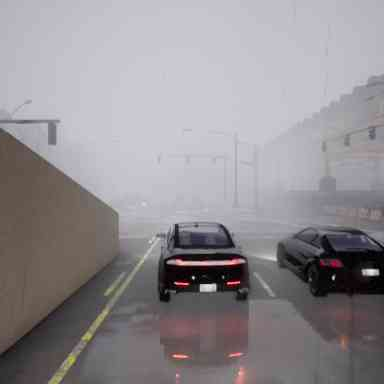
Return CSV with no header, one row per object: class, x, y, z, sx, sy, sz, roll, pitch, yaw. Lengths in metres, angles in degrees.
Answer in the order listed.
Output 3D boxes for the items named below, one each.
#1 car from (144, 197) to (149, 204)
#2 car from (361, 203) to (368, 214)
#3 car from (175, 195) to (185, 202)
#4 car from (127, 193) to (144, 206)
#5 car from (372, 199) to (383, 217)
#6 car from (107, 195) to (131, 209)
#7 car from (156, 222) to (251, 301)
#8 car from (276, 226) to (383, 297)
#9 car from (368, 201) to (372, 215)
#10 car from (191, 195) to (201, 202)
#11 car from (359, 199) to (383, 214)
car,-9.771,1.611,65.886,1.994,1.385,4.181,0,0,2
car,17.553,1.475,31.387,4.974,1.542,2.038,0,0,-45
car,-2.634,1.405,70.023,2.033,1.411,5.357,0,0,1
car,-10.082,1.262,55.913,2.150,2.045,5.566,0,0,2
car,17.477,1.314,26.738,1.853,1.218,4.536,0,0,-35
car,-10.343,1.581,45.982,2.033,1.411,5.357,0,0,2
car,0.137,1.498,8.353,2.128,1.511,4.902,0,0,-4
car,3.575,1.570,8.636,1.994,1.385,4.181,0,0,0
car,17.447,1.472,26.780,2.038,1.542,4.974,0,0,-35
car,0.865,1.405,69.934,2.033,1.411,5.357,0,0,1
car,17.590,1.318,31.424,4.536,1.218,1.853,0,0,-45
